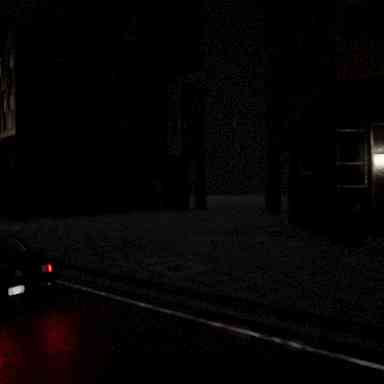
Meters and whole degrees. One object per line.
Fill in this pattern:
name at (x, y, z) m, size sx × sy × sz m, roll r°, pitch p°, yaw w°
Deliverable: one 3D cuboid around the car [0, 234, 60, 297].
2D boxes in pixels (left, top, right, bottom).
car at (-5.254, 1.678, 7.945) m, size 4.718 × 1.301 × 1.895 m, roll 0°, pitch 0°, yaw 37°
